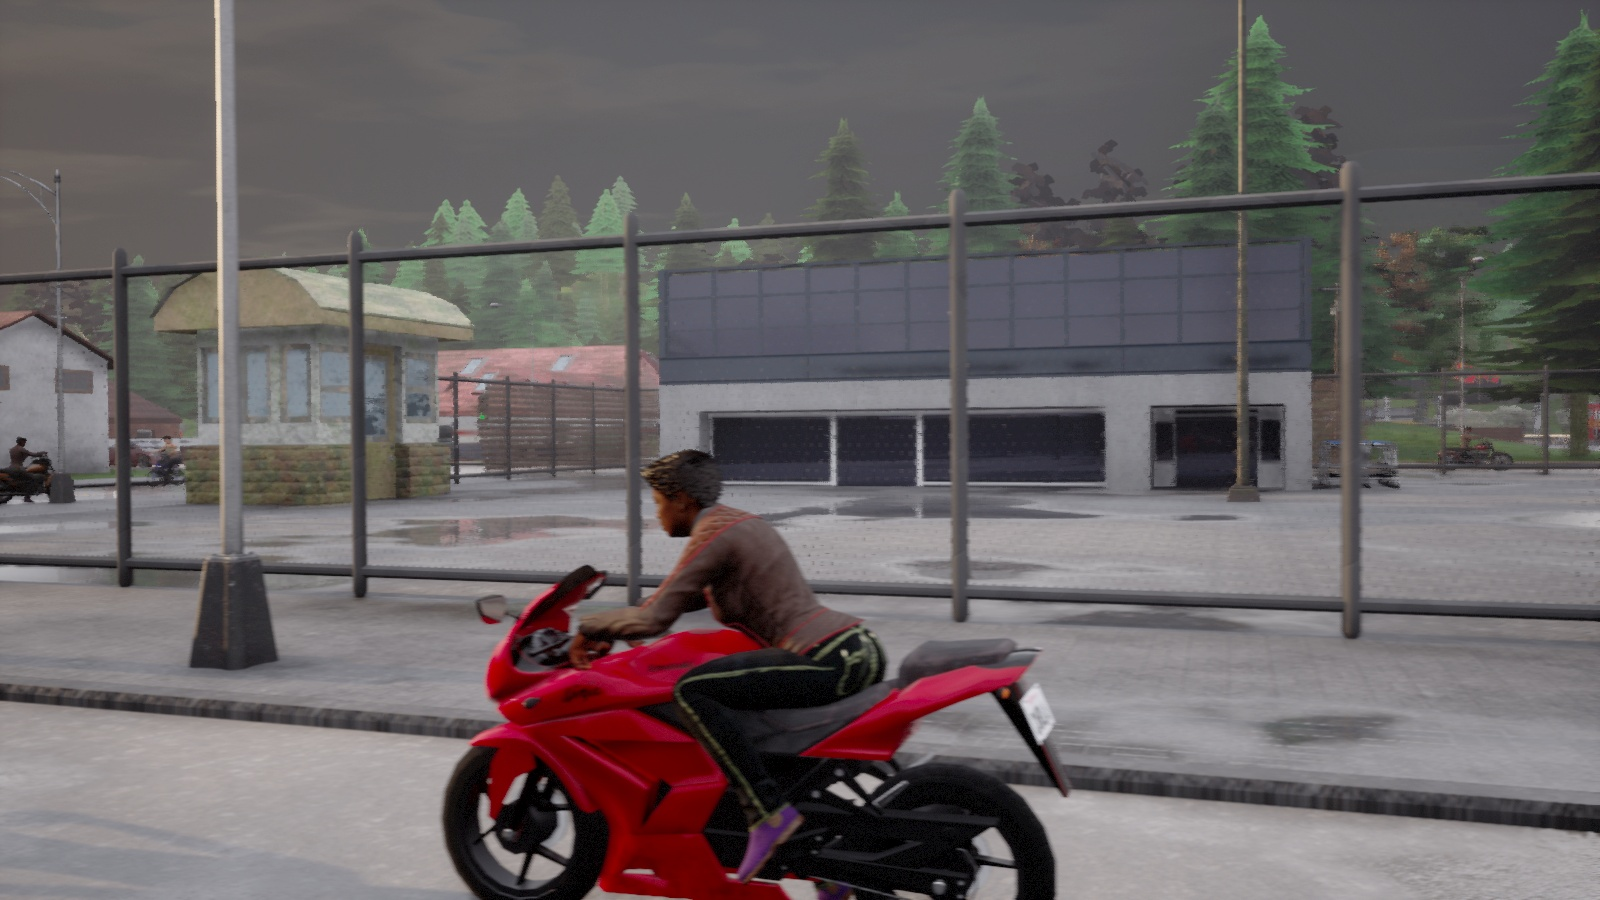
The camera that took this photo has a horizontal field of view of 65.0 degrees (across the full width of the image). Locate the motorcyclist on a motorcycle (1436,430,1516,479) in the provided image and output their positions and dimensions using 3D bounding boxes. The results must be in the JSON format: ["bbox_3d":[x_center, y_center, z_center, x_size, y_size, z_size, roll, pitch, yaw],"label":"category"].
[{"bbox_3d":[23.445,0.133,43.593,2.350,1.649,0.766,1,1,18],"label":"motorcyclist on a motorcycle"}]

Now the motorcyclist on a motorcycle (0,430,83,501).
[{"bbox_3d":[-18.657,0.346,30.364,0.766,1.649,2.350,0,1,19],"label":"motorcyclist on a motorcycle"}]

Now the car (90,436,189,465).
[{"bbox_3d":[-33.015,-0.006,62.780,4.181,1.385,1.994,0,1,18],"label":"car"}]

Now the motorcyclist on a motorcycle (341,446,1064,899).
[{"bbox_3d":[-0.282,0.756,3.828,2.044,1.523,0.797,0,1,19],"label":"motorcyclist on a motorcycle"}]

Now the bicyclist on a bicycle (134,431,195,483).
[{"bbox_3d":[-19.855,0.203,39.268,0.866,1.612,1.509,0,1,18],"label":"bicyclist on a bicycle"}]
